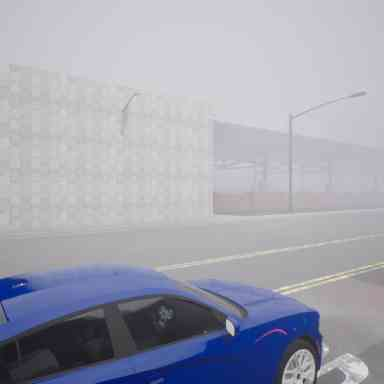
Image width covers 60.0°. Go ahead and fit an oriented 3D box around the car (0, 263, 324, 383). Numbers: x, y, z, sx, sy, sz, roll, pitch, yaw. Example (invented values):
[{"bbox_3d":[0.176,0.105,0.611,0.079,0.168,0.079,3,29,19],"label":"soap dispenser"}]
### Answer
[{"bbox_3d":[-0.743,1.478,3.220,5.008,1.535,1.882,0,0,-36],"label":"car"}]
